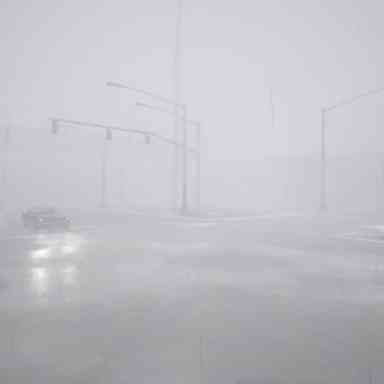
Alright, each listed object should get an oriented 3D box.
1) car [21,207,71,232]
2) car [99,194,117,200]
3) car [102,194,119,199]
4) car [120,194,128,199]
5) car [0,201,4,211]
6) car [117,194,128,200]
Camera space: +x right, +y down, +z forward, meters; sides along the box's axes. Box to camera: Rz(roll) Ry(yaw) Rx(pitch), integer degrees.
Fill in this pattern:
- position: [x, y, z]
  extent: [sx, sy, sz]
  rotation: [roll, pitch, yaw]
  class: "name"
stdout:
- position: [-9.016, 1.608, 20.399]
  extent: [1.895, 1.301, 4.718]
  rotation: [0, 0, -37]
  class: "car"
- position: [-22.614, 1.464, 92.751]
  extent: [4.974, 1.542, 2.038]
  rotation: [0, 0, 24]
  class: "car"
- position: [-22.661, 1.306, 92.772]
  extent: [4.536, 1.218, 1.853]
  rotation: [0, 0, 24]
  class: "car"
- position: [-18.890, 1.312, 92.909]
  extent: [1.853, 1.218, 4.536]
  rotation: [0, 0, -6]
  class: "car"
- position: [-24.177, 1.511, 40.346]
  extent: [1.837, 1.490, 4.892]
  rotation: [-2, 2, -36]
  class: "car"
- position: [-18.885, 1.470, 92.857]
  extent: [2.038, 1.542, 4.974]
  rotation: [0, 0, -6]
  class: "car"
